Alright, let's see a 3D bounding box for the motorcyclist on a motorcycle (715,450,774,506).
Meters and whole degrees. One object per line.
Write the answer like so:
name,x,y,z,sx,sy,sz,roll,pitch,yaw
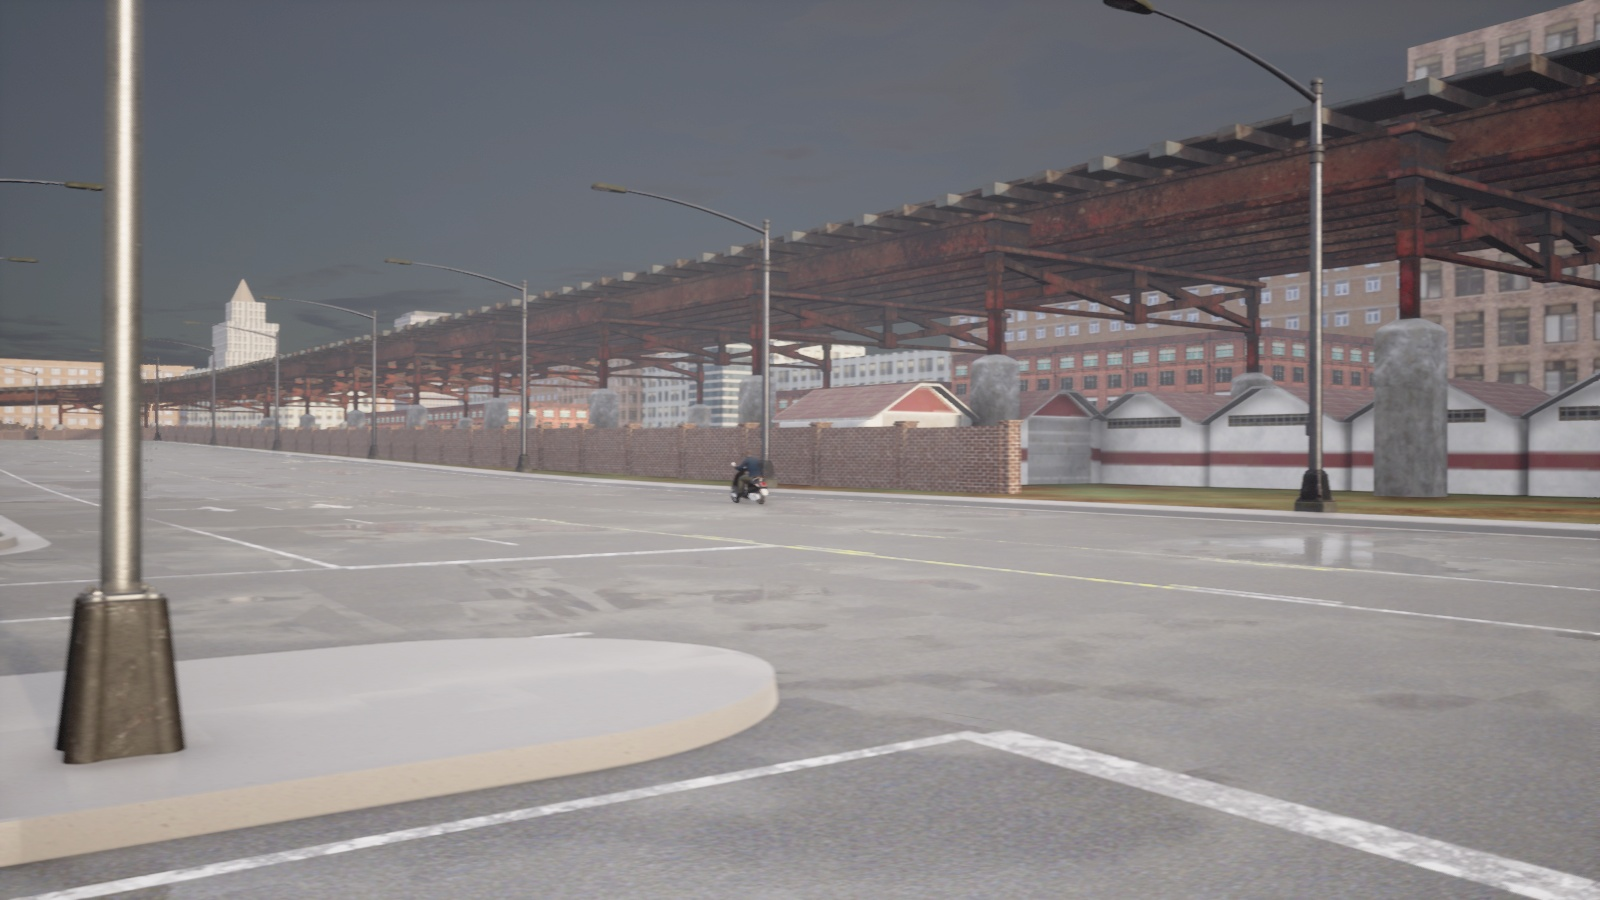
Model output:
motorcyclist on a motorcycle,-1.627,0.802,36.776,0.866,1.590,1.817,0,0,-36
